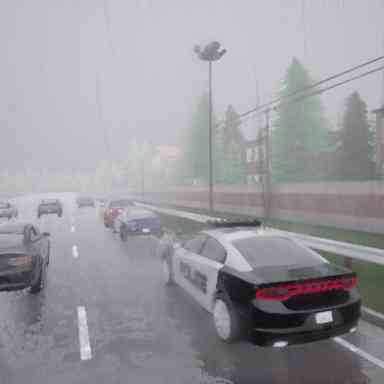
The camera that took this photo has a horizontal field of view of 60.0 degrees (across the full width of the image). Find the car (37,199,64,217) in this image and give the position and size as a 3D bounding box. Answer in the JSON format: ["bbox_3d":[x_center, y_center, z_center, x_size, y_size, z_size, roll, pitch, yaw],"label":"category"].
[{"bbox_3d":[-12.268,1.326,28.851,2.128,1.511,4.902,-1,1,-20],"label":"car"}]

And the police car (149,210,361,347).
[{"bbox_3d":[0.757,1.356,6.605,1.930,1.638,5.238,-1,1,-20],"label":"police car"}]

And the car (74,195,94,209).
[{"bbox_3d":[-13.118,1.226,40.924,2.128,1.511,4.902,-1,1,-20],"label":"car"}]

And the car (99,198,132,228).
[{"bbox_3d":[-4.775,1.193,21.469,2.097,1.767,4.553,-1,1,-20],"label":"car"}]

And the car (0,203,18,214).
[{"bbox_3d":[-15.040,1.481,26.269,1.895,1.301,4.718,-1,1,-20],"label":"car"}]

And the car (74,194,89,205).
[{"bbox_3d":[-17.860,1.149,53.629,2.128,1.511,4.902,-1,1,-20],"label":"car"}]

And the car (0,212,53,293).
[{"bbox_3d":[-4.607,1.484,8.226,1.812,1.442,4.674,-1,1,-21],"label":"car"}]

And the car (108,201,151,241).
[{"bbox_3d":[-2.691,1.401,15.875,1.812,1.442,4.674,-1,1,-20],"label":"car"}]
